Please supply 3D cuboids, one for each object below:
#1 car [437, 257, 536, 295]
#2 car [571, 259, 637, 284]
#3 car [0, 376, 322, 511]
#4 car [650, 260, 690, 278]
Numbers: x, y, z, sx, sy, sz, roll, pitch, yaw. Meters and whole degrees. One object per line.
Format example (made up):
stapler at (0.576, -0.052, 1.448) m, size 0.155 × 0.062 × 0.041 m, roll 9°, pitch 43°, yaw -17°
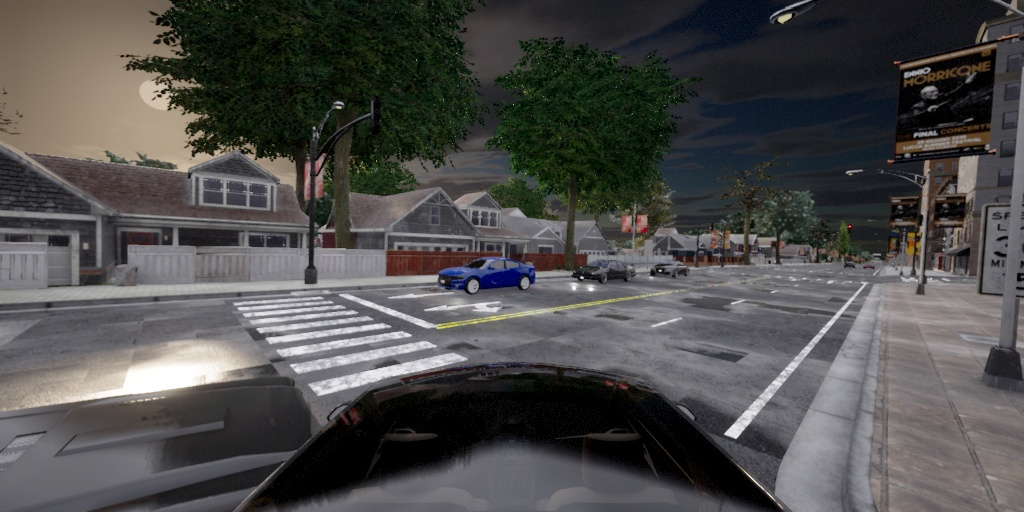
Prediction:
car at (-1.047, 0.801, 16.527) m, size 5.008 × 1.535 × 1.882 m, roll 0°, pitch 2°, yaw -44°
car at (6.152, 0.939, 23.412) m, size 5.357 × 1.411 × 2.033 m, roll 1°, pitch 2°, yaw -44°
car at (-3.316, 1.281, 1.352) m, size 4.718 × 1.301 × 1.895 m, roll 1°, pitch 2°, yaw -34°
car at (13.383, 1.028, 30.299) m, size 4.181 × 1.385 × 1.994 m, roll 1°, pitch 2°, yaw -44°
